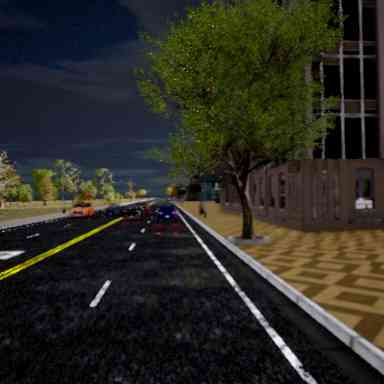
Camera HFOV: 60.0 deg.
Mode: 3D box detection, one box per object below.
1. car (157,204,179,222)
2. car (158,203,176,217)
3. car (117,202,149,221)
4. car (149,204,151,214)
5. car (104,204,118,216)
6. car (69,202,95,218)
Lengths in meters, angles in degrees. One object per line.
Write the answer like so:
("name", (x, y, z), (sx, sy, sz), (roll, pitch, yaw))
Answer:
("car", (-2.283, 1.966, 30.757), (1.812, 1.442, 4.674), (-1, -1, -4))
("car", (-3.079, 2.132, 40.876), (2.033, 1.411, 5.357), (-1, -1, -4))
("car", (-5.624, 2.005, 32.459), (2.128, 1.511, 4.902), (-1, -1, -5))
("car", (-6.439, 2.010, 42.695), (2.097, 1.767, 4.553), (-1, -1, -4))
("car", (-9.852, 2.252, 42.187), (2.033, 1.411, 5.357), (-1, -1, -5))
("car", (-12.876, 2.063, 39.181), (2.097, 1.767, 4.553), (-1, -1, -4))
